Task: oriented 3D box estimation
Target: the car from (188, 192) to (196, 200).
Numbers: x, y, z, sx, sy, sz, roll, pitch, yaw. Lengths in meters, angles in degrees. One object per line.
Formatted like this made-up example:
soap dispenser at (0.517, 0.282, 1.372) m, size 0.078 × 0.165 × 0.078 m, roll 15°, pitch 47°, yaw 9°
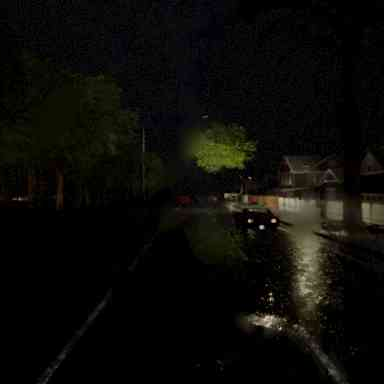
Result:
car at (-0.001, 1.034, 92.371) m, size 2.150 × 2.045 × 5.566 m, roll 0°, pitch 0°, yaw 0°

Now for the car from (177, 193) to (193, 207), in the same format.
car at (-1.226, 1.370, 50.369) m, size 1.882 × 1.535 × 5.008 m, roll 0°, pitch 0°, yaw 0°

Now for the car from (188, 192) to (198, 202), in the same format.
car at (0.001, 1.016, 69.006) m, size 2.150 × 2.045 × 5.566 m, roll 0°, pitch 0°, yaw 0°

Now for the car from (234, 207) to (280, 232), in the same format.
car at (3.600, 1.514, 19.373) m, size 1.895 × 1.301 × 4.718 m, roll 0°, pitch 0°, yaw 0°
